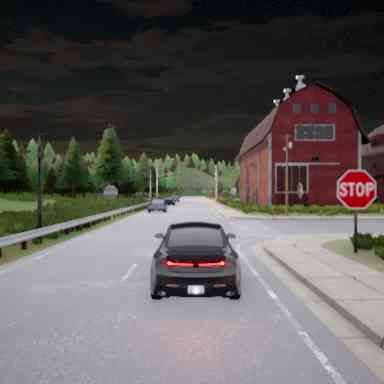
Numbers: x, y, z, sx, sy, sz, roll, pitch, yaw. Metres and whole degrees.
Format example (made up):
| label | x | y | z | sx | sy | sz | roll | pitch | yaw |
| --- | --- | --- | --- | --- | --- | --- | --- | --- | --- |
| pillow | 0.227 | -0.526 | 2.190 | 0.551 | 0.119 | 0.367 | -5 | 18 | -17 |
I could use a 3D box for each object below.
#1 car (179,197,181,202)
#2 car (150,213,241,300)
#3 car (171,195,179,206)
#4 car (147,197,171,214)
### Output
| label | x | y | z | sx | sy | sz | roll | pitch | yaw |
| --- | --- | --- | --- | --- | --- | --- | --- | --- | --- |
| car | -3.477 | 1.430 | 69.407 | 1.837 | 1.490 | 4.892 | 0 | 0 | 0 |
| car | 0.083 | 1.496 | 8.371 | 1.837 | 1.490 | 4.892 | 0 | 0 | 0 |
| car | -3.563 | 1.495 | 52.494 | 2.033 | 1.411 | 5.357 | 0 | 0 | 0 |
| car | -3.585 | 1.490 | 35.488 | 1.812 | 1.442 | 4.674 | 0 | 0 | 0 |
